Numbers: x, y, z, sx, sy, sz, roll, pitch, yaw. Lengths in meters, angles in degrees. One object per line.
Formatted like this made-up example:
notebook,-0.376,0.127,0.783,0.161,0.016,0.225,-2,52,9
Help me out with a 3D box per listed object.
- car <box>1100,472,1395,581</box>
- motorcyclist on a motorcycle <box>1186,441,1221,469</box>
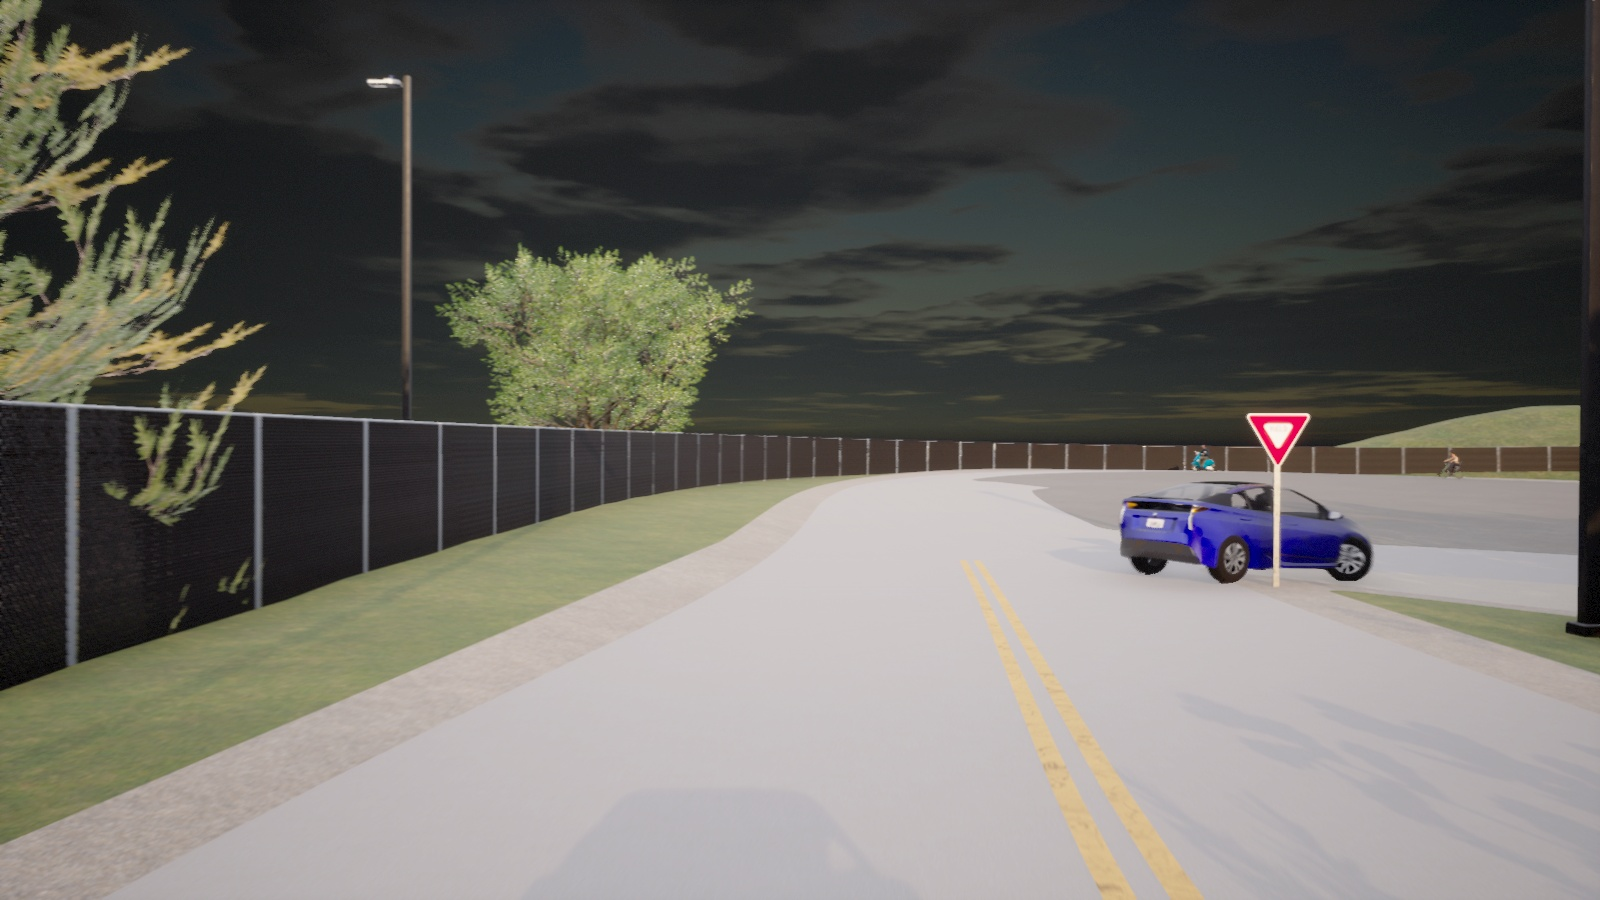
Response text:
car,7.194,1.183,20.072,4.514,1.525,2.007,2,-1,-31
motorcyclist on a motorcycle,23.757,0.307,73.897,1.817,1.590,0.866,1,1,-26
